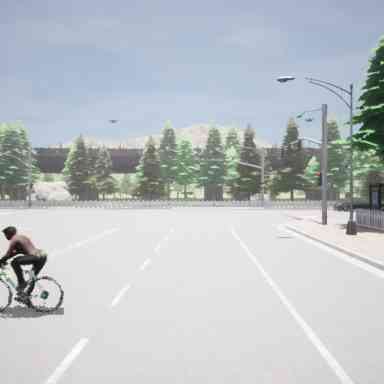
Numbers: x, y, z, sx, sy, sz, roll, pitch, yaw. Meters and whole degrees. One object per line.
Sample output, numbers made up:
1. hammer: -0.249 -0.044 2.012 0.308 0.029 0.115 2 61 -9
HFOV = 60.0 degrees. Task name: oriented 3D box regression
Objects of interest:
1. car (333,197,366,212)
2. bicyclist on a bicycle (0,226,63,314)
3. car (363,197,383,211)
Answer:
1. car: 18.538 1.296 37.902 4.553 1.767 2.097 0 0 2
2. bicyclist on a bicycle: -3.199 1.453 6.157 1.656 1.620 0.582 -1 0 2
3. car: 20.536 1.508 34.328 4.181 1.385 1.994 0 0 2
